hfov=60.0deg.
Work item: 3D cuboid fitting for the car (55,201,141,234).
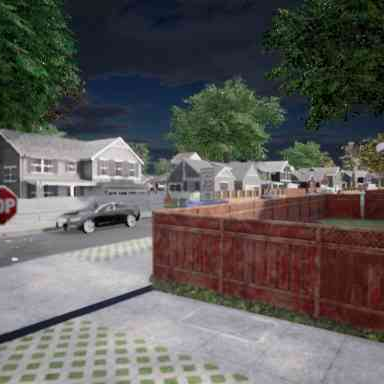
[{"bbox_3d":[-4.891,1.253,17.905,2.128,1.511,4.902,0,1,35],"label":"car"}]

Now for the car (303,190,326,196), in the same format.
[{"bbox_3d":[14.478,0.800,40.521,1.994,1.385,4.181,0,1,36],"label":"car"}]

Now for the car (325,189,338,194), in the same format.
[{"bbox_3d":[20.103,0.409,48.643,2.097,1.767,4.553,0,1,35],"label":"car"}]

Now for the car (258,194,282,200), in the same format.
[{"bbox_3d":[8.864,0.894,37.525,1.994,1.385,4.181,0,1,35],"label":"car"}]

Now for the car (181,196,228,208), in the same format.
[{"bbox_3d":[1.086,1.054,26.441,1.882,1.535,5.008,0,1,35],"label":"car"}]
